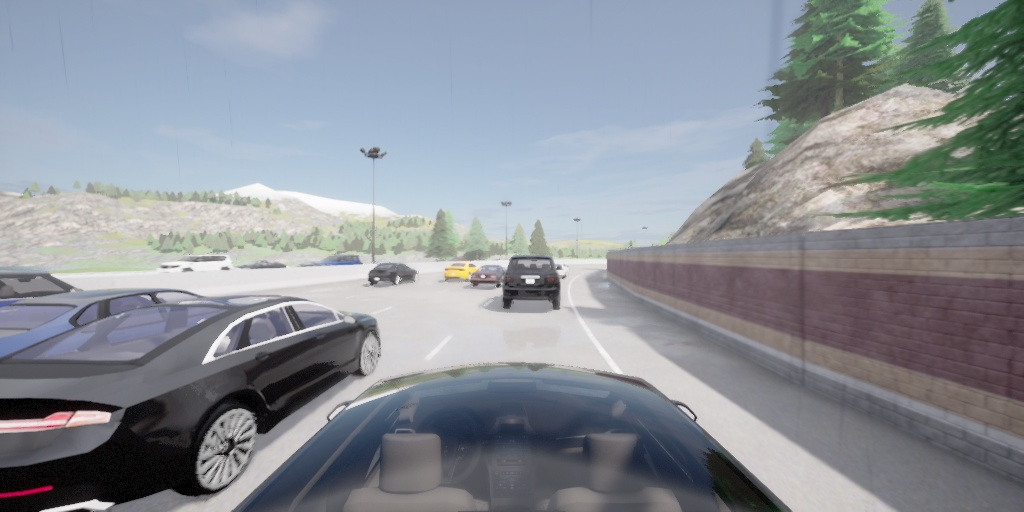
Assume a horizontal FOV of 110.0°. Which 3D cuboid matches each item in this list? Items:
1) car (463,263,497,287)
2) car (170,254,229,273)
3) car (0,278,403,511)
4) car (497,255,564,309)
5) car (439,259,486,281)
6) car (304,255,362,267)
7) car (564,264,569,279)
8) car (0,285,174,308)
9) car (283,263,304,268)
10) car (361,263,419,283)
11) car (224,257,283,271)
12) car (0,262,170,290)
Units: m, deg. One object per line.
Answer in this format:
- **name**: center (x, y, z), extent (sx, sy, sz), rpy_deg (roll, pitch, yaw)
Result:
- **car**: center (-1.322, 1.291, 24.223), extent (2.033, 1.411, 5.357), rpy_deg (0, 0, 10)
- **car**: center (-28.401, 0.875, 32.488), extent (2.150, 2.045, 5.566), rpy_deg (0, 0, 11)
- **car**: center (-3.277, 1.231, 4.473), extent (2.128, 1.511, 4.902), rpy_deg (0, 0, 1)
- **car**: center (0.921, 0.973, 15.121), extent (2.150, 2.045, 5.566), rpy_deg (0, 0, 6)
- **car**: center (-3.890, 1.212, 29.134), extent (1.882, 1.535, 5.008), rpy_deg (0, 0, 12)
- **car**: center (-17.102, 0.910, 35.180), extent (2.150, 2.045, 5.566), rpy_deg (0, 0, 13)
- **car**: center (4.193, 1.286, 33.071), extent (1.812, 1.442, 4.674), rpy_deg (0, 0, 14)
- **car**: center (-6.761, 1.275, 6.334), extent (2.033, 1.411, 5.357), rpy_deg (0, 0, 2)
- **car**: center (-20.375, 1.244, 36.366), extent (1.994, 1.385, 4.181), rpy_deg (0, 0, 13)
- **car**: center (-8.191, 1.226, 25.221), extent (1.837, 1.490, 4.892), rpy_deg (0, 0, 10)
- **car**: center (-24.347, 1.161, 34.697), extent (2.128, 1.511, 4.902), rpy_deg (0, 0, 13)
- **car**: center (-10.171, 1.069, 7.162), extent (2.097, 1.767, 4.553), rpy_deg (0, 0, 2)
